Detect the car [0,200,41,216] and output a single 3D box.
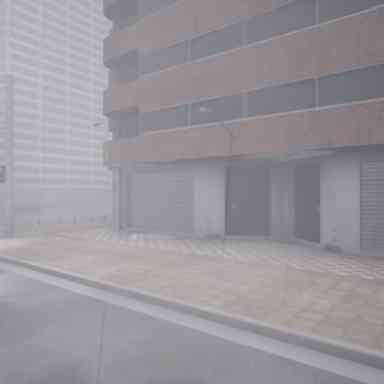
[{"bbox_3d":[-17.143,1.517,32.252,1.812,1.442,4.674,0,0,37],"label":"car"}]
